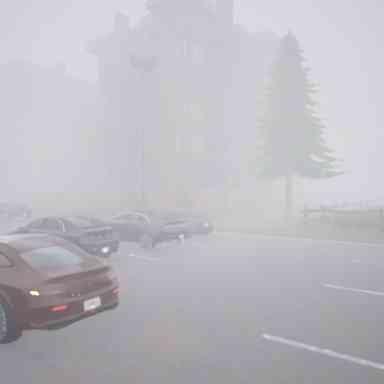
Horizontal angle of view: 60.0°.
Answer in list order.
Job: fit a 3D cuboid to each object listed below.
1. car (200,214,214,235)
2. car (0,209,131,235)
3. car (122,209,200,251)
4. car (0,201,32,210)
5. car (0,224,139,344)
[{"bbox_3d":[-0.935,1.585,17.556,4.181,1.385,1.994,0,0,35],"label":"car"},{"bbox_3d":[-4.627,1.524,11.590,4.892,1.490,1.837,0,0,35],"label":"car"},{"bbox_3d":[-2.374,1.511,14.282,4.902,1.511,2.128,0,0,35],"label":"car"},{"bbox_3d":[-15.239,1.558,27.755,4.892,1.490,1.837,0,0,35],"label":"car"},{"bbox_3d":[-3.394,1.538,6.396,4.674,1.442,1.812,0,0,35],"label":"car"}]
